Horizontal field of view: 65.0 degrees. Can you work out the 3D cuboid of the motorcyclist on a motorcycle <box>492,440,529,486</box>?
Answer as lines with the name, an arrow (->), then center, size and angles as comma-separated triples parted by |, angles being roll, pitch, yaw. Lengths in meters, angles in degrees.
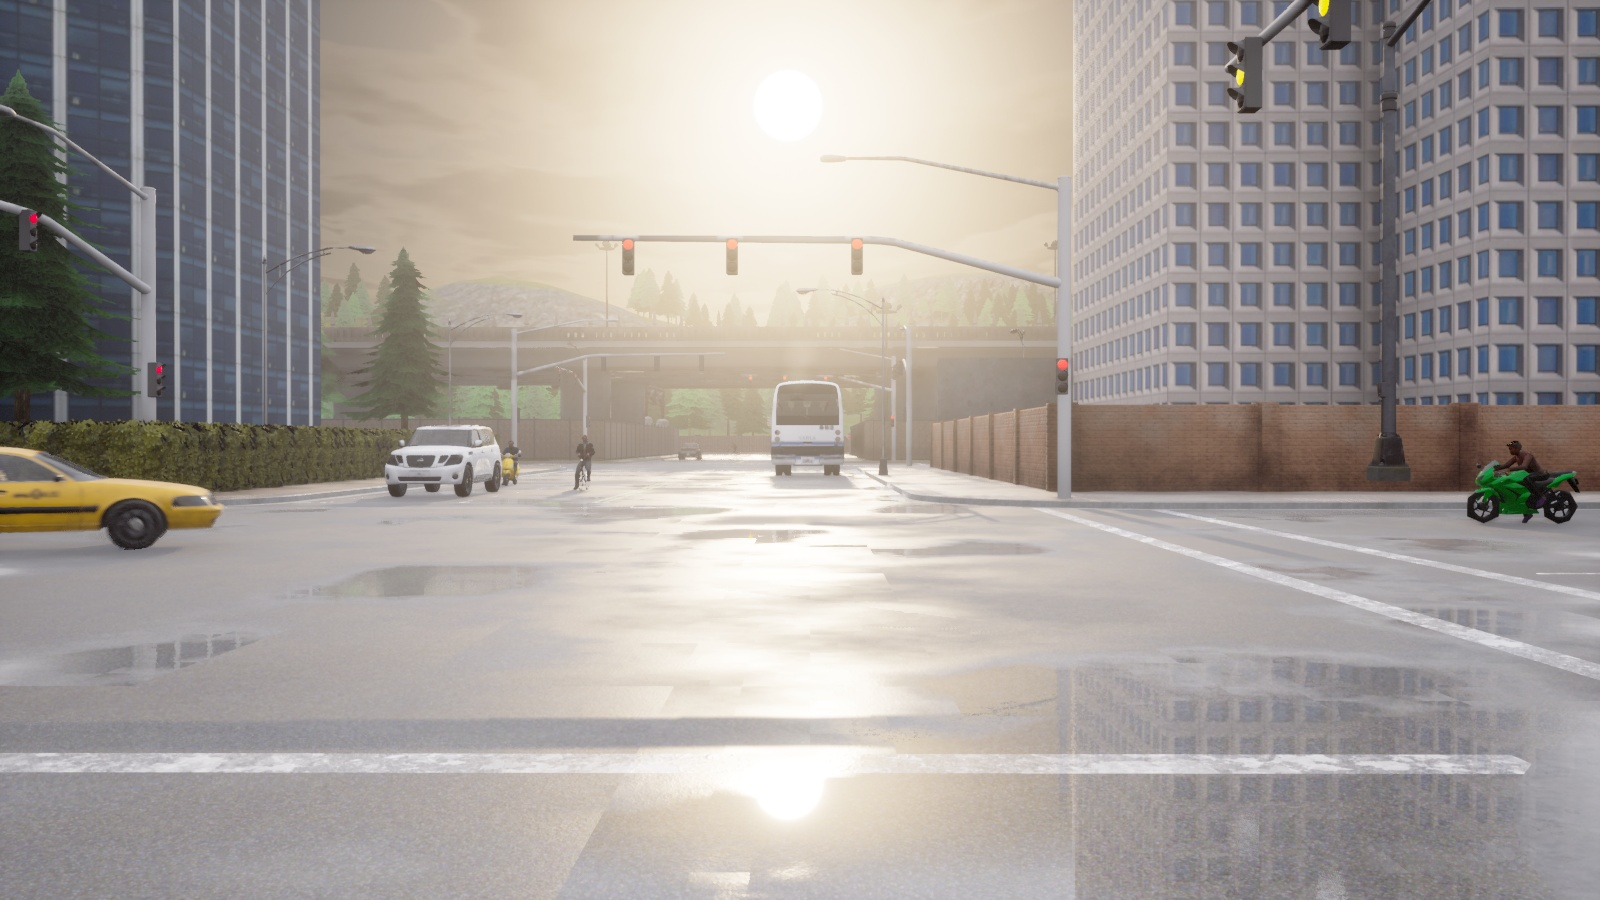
motorcyclist on a motorcycle -> -10.227, 0.441, 44.414 | 0.866, 1.590, 1.817 | 0, 0, 0

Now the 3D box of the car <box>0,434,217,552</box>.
car -> -11.141, 0.577, 17.558 | 5.366, 1.575, 1.801 | 0, 0, -23

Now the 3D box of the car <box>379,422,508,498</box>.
car -> -10.274, 0.250, 36.693 | 2.150, 2.045, 5.566 | 0, 0, 0

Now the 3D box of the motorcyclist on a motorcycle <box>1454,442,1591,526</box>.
motorcyclist on a motorcycle -> 13.195, 0.610, 22.974 | 2.044, 1.523, 0.797 | 0, 0, 1

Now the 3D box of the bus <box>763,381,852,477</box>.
bus -> 0.368, -0.972, 60.677 | 3.944, 4.253, 10.273 | 0, 0, 0
